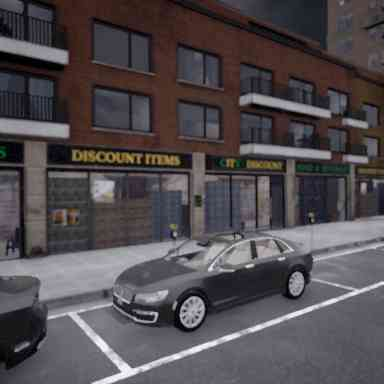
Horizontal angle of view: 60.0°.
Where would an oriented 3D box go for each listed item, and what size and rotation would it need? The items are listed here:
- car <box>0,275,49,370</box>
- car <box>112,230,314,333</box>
[{"bbox_3d":[-3.875,1.566,3.425,4.403,1.369,2.008,-1,1,-35],"label":"car"},{"bbox_3d":[0.620,1.499,6.626,4.403,1.369,2.008,-1,1,-35],"label":"car"}]
